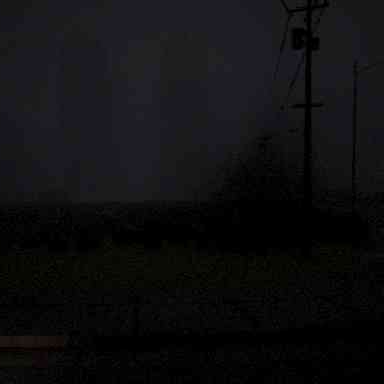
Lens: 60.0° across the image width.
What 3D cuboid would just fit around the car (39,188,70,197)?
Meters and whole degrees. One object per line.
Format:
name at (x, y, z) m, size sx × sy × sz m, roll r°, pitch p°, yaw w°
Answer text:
car at (-15.439, 0.401, 37.619) m, size 2.242 × 1.667 × 4.611 m, roll 0°, pitch 2°, yaw -1°
